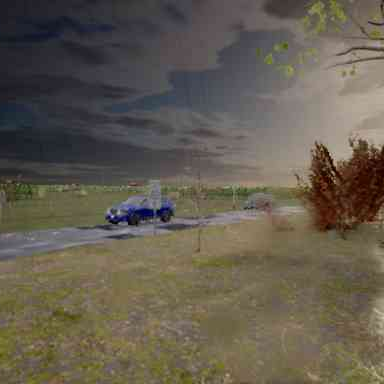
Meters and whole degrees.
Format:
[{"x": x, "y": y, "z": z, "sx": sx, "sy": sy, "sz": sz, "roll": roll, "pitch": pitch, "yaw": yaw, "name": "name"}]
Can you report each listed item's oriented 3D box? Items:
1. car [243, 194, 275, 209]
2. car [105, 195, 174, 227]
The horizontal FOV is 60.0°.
[{"x": 8.301, "y": 1.315, "z": 40.687, "sx": 2.150, "sy": 2.045, "sz": 5.566, "roll": 0, "pitch": 0, "yaw": 36, "name": "car"}, {"x": -3.590, "y": 1.257, "z": 23.953, "sx": 2.150, "sy": 2.045, "sz": 5.566, "roll": 0, "pitch": 0, "yaw": 35, "name": "car"}]
